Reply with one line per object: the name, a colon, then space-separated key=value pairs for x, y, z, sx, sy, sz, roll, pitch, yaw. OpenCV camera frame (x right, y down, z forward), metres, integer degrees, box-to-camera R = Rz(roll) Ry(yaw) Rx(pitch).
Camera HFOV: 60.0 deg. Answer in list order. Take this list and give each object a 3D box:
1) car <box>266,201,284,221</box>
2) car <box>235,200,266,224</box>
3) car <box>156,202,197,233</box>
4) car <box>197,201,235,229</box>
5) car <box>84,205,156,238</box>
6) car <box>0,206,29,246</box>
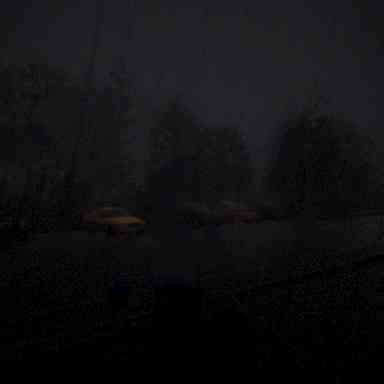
car: x=4.535 y=1.359 z=24.663 sx=2.231 sy=1.521 sz=4.892 roll=-1 pitch=0 yaw=-36
car: x=2.306 y=1.394 z=23.044 sx=2.097 sy=1.535 sz=5.008 roll=-1 pitch=0 yaw=-36
car: x=-2.166 y=1.491 z=19.836 sx=2.163 sy=1.488 sz=4.792 roll=-1 pitch=0 yaw=-36
car: x=0.072 y=1.429 z=21.434 sx=2.231 sy=1.521 sz=4.892 roll=-1 pitch=0 yaw=-36
car: x=-4.272 y=1.485 z=18.039 sx=1.946 sy=1.575 sz=5.366 roll=-1 pitch=0 yaw=-36
car: x=-8.815 y=1.410 z=14.928 sx=2.185 sy=1.767 sz=4.553 roll=0 pitch=0 yaw=-36
